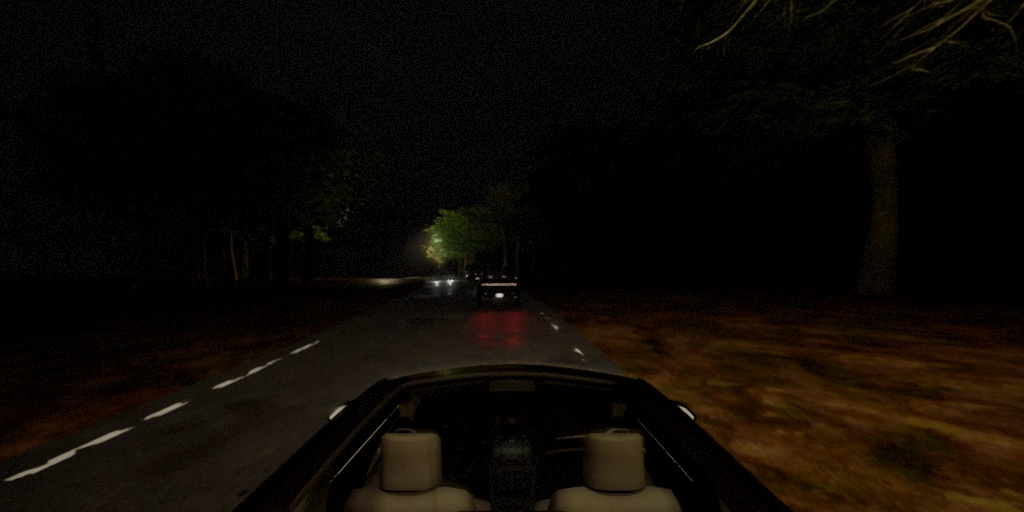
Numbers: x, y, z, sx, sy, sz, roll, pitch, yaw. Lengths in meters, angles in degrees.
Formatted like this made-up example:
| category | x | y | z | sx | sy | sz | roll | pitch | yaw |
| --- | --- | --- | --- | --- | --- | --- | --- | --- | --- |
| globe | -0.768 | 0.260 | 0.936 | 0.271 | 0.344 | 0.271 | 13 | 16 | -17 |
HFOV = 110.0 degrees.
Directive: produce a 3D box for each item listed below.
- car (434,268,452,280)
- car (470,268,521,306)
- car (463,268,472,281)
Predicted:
| category | x | y | z | sx | sy | sz | roll | pitch | yaw |
| --- | --- | --- | --- | --- | --- | --- | --- | --- | --- |
| car | -8.227 | 2.149 | 43.046 | 1.812 | 1.442 | 4.674 | 1 | -2 | -14 |
| car | -0.704 | 1.400 | 16.778 | 2.128 | 1.511 | 4.902 | 0 | -1 | -5 |
| car | -4.408 | 2.045 | 40.356 | 2.033 | 1.411 | 5.357 | 0 | -2 | -13 |
